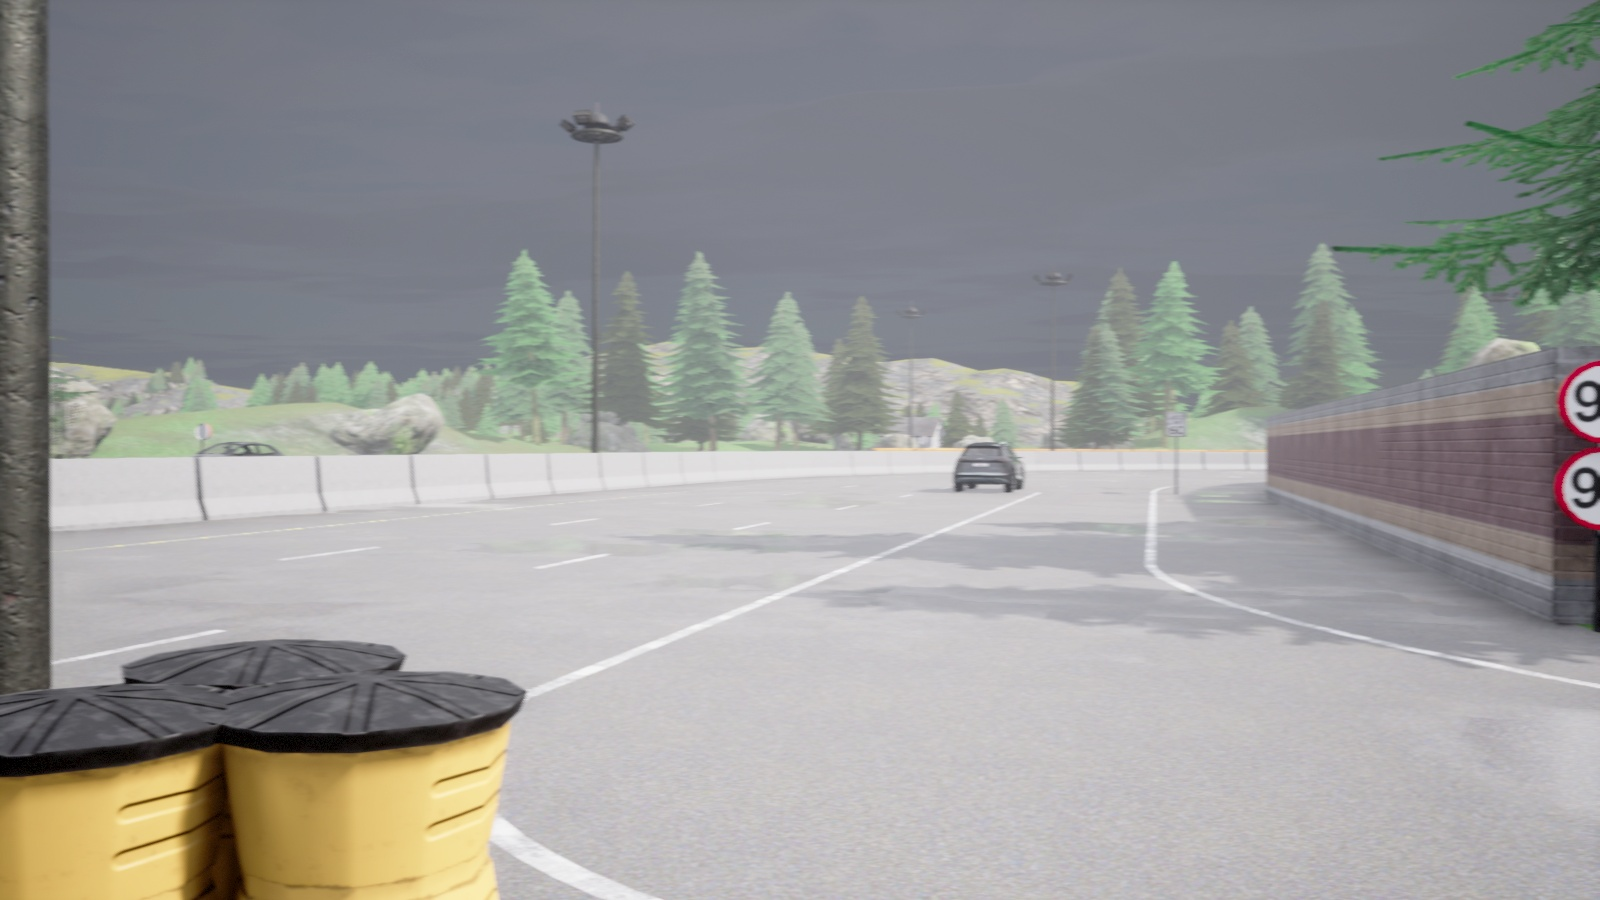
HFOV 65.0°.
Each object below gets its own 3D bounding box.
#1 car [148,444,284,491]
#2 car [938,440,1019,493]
[{"bbox_3d":[-19.401,0.541,41.906,1.816,1.474,4.193,0,0,16],"label":"car"},{"bbox_3d":[6.016,0.502,41.858,2.033,1.649,4.856,0,0,16],"label":"car"}]
